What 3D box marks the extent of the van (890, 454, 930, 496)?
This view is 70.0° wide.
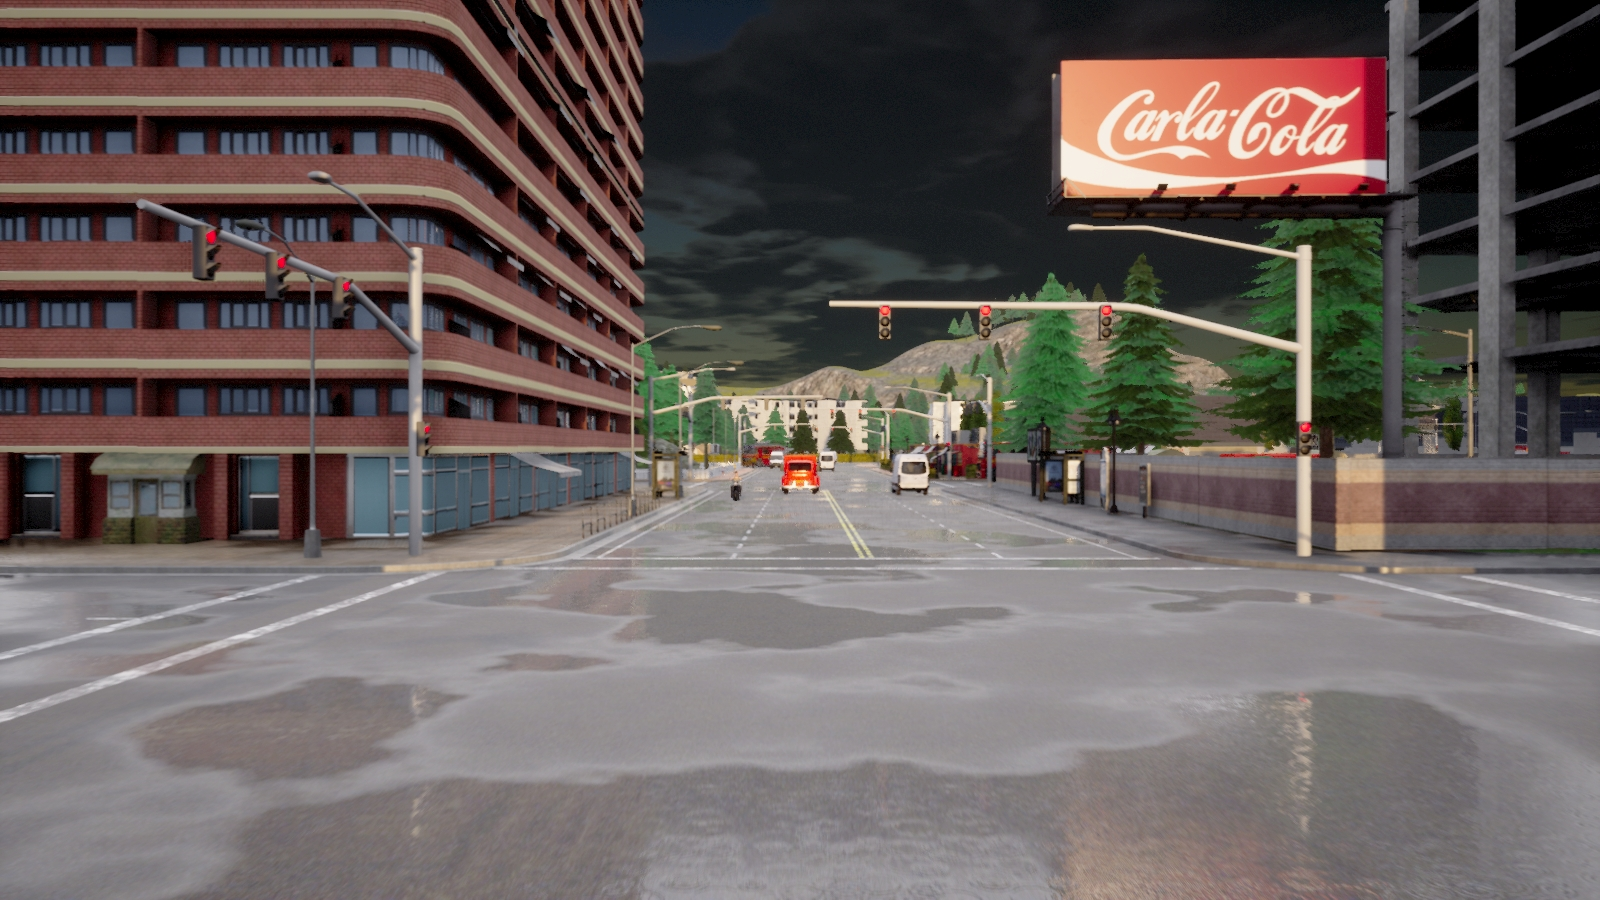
[{"bbox_3d":[6.996,1.536,73.079,1.988,2.561,5.915,0,0,0],"label":"van"}]

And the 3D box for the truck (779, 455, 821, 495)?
[{"bbox_3d":[0.023,1.571,74.068,2.627,2.467,5.204,0,0,1],"label":"truck"}]
